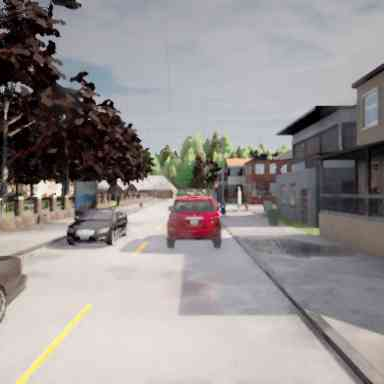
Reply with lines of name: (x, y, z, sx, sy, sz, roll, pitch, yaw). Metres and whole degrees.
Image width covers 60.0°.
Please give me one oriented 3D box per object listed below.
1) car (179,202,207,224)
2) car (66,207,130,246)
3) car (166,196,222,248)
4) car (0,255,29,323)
car: (0.070, 1.535, 25.200, 1.994, 1.385, 4.181, 0, 0, 0)
car: (-4.106, 1.476, 15.184, 2.128, 1.511, 4.902, 0, 0, 0)
car: (0.078, 1.205, 14.831, 2.150, 2.045, 5.566, 0, 0, 0)
car: (-4.105, 1.544, 4.144, 2.033, 1.411, 5.357, 0, 0, 0)
